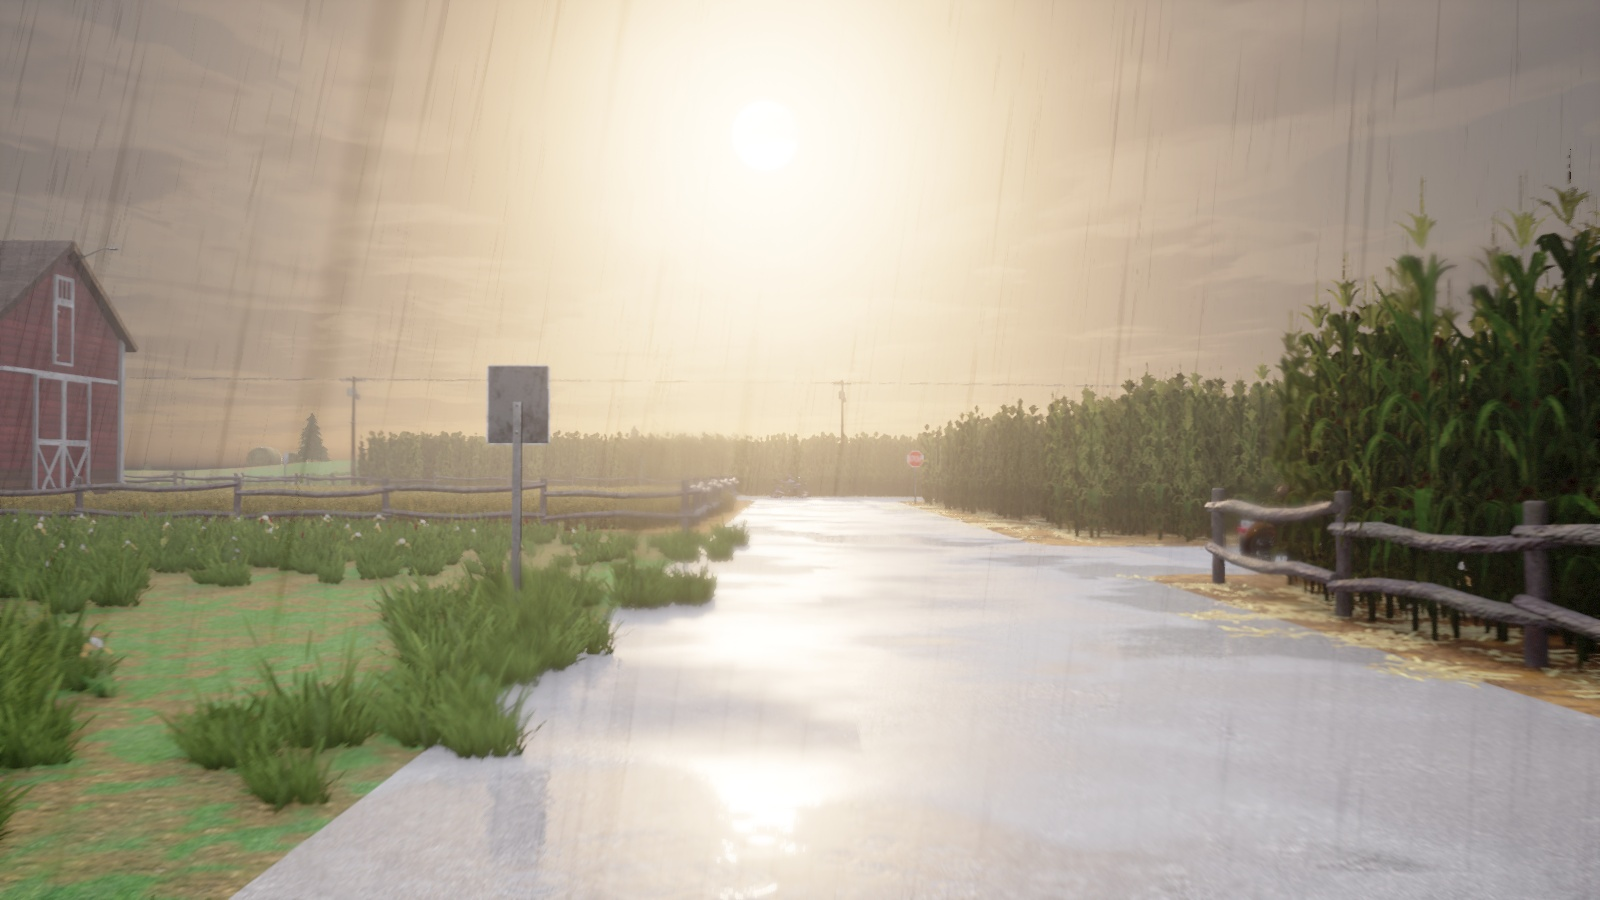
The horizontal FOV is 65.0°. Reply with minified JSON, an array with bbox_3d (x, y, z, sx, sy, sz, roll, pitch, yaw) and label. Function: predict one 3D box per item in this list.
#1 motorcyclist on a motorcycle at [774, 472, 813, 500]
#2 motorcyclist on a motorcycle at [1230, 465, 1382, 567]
[{"bbox_3d":[-0.388,2.040,71.047,2.191,1.530,0.866,0,-1,-1],"label":"motorcyclist on a motorcycle"},{"bbox_3d":[8.540,1.086,21.208,2.350,1.649,0.766,0,0,-13],"label":"motorcyclist on a motorcycle"}]
